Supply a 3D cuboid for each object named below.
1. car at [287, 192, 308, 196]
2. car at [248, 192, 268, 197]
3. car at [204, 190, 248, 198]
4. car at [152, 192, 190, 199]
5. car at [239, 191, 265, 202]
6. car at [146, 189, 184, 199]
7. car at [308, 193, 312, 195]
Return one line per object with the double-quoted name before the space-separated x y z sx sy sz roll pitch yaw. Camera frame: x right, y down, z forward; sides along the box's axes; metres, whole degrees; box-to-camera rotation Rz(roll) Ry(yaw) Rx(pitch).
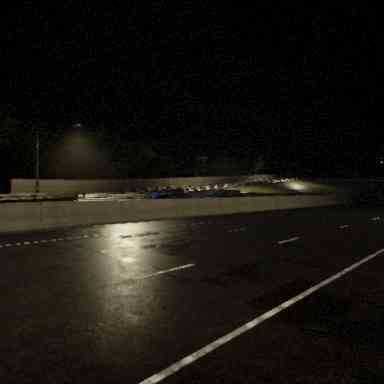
"car" 15.334 1.009 50.572 1.837 1.490 4.892 1 1 42
"car" 9.864 0.950 49.730 1.837 1.490 4.892 1 1 42
"car" 3.534 0.743 37.372 2.150 2.045 5.566 1 1 42
"car" -1.763 0.992 36.711 1.812 1.442 4.674 1 1 42
"car" 9.883 0.735 54.976 2.097 1.767 4.553 1 1 42
"car" -3.047 0.624 40.514 2.150 2.045 5.566 1 1 42
"car" 21.022 0.866 62.162 1.837 1.490 4.892 1 1 42
